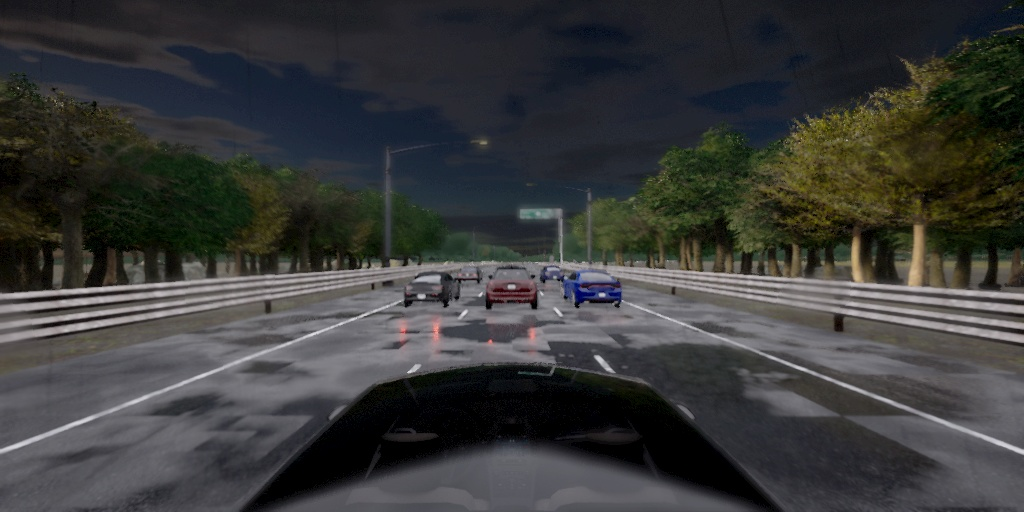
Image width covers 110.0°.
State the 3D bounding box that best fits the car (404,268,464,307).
[{"bbox_3d":[-3.511,1.417,16.220,1.812,1.442,4.674,0,0,0],"label":"car"}]

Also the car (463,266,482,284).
[{"bbox_3d":[-3.530,1.589,30.835,2.033,1.411,5.357,0,-1,0],"label":"car"}]

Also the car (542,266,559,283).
[{"bbox_3d":[3.473,1.572,31.226,1.812,1.442,4.674,0,0,0],"label":"car"}]

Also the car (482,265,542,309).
[{"bbox_3d":[-0.013,1.238,15.932,2.097,1.767,4.553,0,-1,0],"label":"car"}]

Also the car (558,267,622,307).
[{"bbox_3d":[3.490,1.370,16.327,1.882,1.535,5.008,0,0,0],"label":"car"}]
